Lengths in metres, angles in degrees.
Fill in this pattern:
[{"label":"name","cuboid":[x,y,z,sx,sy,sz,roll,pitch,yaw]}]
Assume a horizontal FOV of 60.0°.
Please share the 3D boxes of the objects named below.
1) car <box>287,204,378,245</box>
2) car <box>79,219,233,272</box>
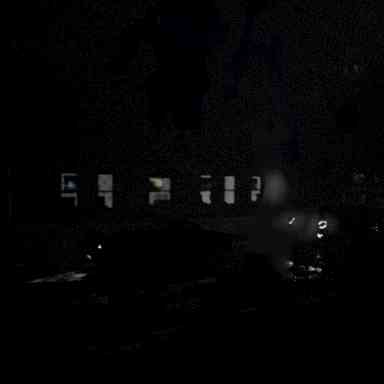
[{"label":"car","cuboid":[6.606,1.359,15.557,4.553,1.767,2.097,0,0,-33]},{"label":"car","cuboid":[-1.056,1.549,10.675,4.718,1.301,1.895,0,0,-33]}]
